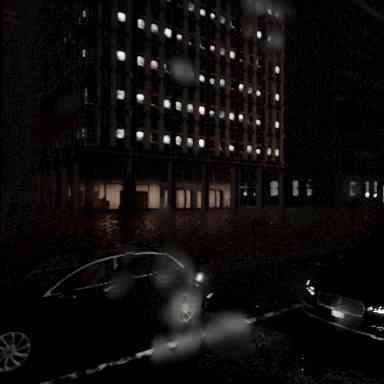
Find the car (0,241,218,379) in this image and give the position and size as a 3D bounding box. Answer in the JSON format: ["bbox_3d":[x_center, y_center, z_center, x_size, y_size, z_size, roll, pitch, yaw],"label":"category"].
[{"bbox_3d":[-1.585,1.556,5.420,4.403,1.369,2.008,0,0,-35],"label":"car"}]

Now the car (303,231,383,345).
[{"bbox_3d":[4.110,1.520,6.266,4.892,1.490,1.837,0,0,-35],"label":"car"}]
